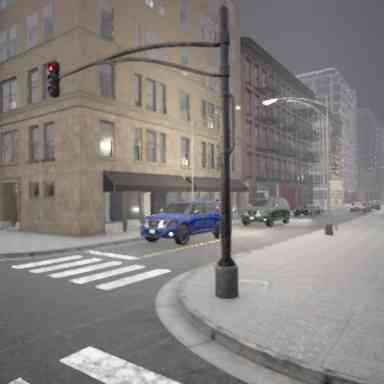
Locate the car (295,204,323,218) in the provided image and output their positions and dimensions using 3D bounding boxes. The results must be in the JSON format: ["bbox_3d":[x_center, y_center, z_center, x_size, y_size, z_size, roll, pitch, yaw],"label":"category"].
[{"bbox_3d":[12.070,1.940,34.459,1.895,1.301,4.718,-1,-1,36],"label":"car"}]

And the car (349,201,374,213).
[{"bbox_3d":[21.848,1.975,43.121,1.895,1.301,4.718,-1,-1,35],"label":"car"}]

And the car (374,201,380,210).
[{"bbox_3d":[27.604,1.989,51.218,1.994,1.385,4.181,-1,-1,35],"label":"car"}]

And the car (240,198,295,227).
[{"bbox_3d":[5.781,1.498,25.645,2.150,2.045,5.566,-1,-1,35],"label":"car"}]

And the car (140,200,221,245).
[{"bbox_3d":[-0.205,1.438,17.230,2.150,2.045,5.566,-1,-1,35],"label":"car"}]
